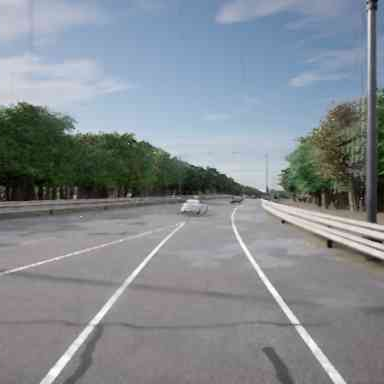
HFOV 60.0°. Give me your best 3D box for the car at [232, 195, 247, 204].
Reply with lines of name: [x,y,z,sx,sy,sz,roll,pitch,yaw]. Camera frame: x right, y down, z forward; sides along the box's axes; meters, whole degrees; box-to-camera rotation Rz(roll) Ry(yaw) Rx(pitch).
car: [9.131,1.576,66.389,2.033,1.411,5.357,0,0,15]

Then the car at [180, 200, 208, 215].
car: [0.235,1.524,33.819,1.812,1.442,4.674,0,0,16]
